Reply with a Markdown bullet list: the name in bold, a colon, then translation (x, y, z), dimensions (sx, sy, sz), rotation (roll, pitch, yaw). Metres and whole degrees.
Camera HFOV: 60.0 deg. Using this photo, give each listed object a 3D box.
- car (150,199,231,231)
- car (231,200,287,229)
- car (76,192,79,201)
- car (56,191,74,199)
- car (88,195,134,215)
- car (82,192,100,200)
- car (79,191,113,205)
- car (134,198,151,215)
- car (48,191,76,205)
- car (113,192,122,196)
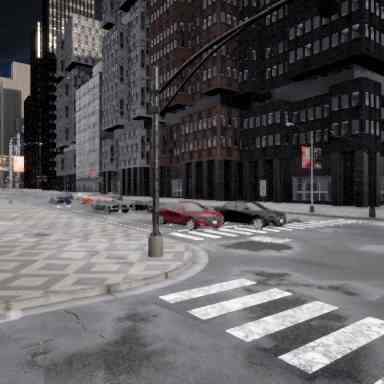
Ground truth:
- **car**: translation (-0.259, 1.278, 19.473), dimensions (1.882, 1.535, 5.008), rotation (0, 1, -36)
- **car**: translation (3.403, 1.293, 20.402), dimensions (1.882, 1.535, 5.008), rotation (0, 1, -39)
- **car**: translation (-19.202, 0.707, 57.270), dimensions (1.812, 1.442, 4.674), rotation (0, 1, -35)
- **car**: translation (-25.005, 0.572, 65.333), dimensions (2.033, 1.411, 5.357), rotation (0, 1, -36)
- **car**: translation (-7.186, 1.235, 29.104), dimensions (1.895, 1.301, 4.718), rotation (0, 1, -36)
- **car**: translation (-18.993, 0.713, 62.542), dimensions (1.895, 1.301, 4.718), rotation (0, 1, -36)
- **car**: translation (-12.048, 0.795, 41.445), dimensions (2.097, 1.767, 4.553), rotation (0, 1, -36)
- **car**: translation (-3.822, 1.248, 29.991), dimensions (1.895, 1.301, 4.718), rotation (0, 1, -36)
- **car**: translation (-17.157, 0.932, 43.000), dimensions (2.033, 1.411, 5.357), rotation (0, 1, -36)
- **car**: translation (-12.926, 0.765, 54.110), dimensions (2.128, 1.511, 4.902), rotation (0, 1, -36)
